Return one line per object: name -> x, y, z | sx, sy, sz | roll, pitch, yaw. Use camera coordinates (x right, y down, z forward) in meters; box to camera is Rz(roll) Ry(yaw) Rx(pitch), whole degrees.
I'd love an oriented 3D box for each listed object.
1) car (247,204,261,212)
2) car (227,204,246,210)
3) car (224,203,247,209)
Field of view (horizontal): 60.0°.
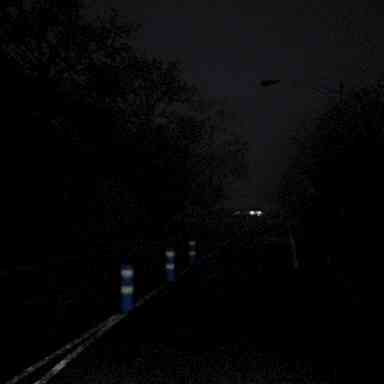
car -> 12.282, 3.149, 64.264 | 1.994, 1.385, 4.181 | 0, -1, 15
car -> 12.554, 4.164, 93.983 | 4.892, 1.521, 2.231 | 0, -3, 14
car -> 12.055, 4.021, 91.257 | 5.366, 1.575, 1.946 | 0, -3, 14
